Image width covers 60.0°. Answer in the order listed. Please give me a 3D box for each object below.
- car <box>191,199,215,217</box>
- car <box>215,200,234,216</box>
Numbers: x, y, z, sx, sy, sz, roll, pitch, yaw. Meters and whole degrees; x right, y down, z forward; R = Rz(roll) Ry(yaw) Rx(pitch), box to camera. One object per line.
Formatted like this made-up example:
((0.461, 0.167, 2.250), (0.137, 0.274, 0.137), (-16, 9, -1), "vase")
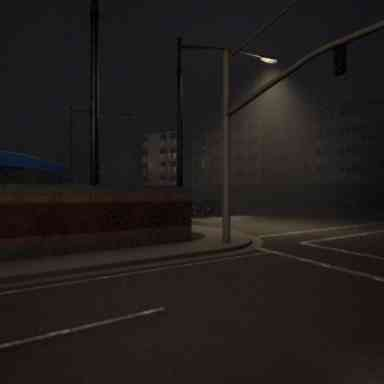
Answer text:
((-0.439, 1.361, 30.004), (2.097, 1.767, 4.553), (0, 0, -37), "car")
((2.045, 1.515, 32.549), (1.837, 1.490, 4.892), (0, 0, -37), "car")
